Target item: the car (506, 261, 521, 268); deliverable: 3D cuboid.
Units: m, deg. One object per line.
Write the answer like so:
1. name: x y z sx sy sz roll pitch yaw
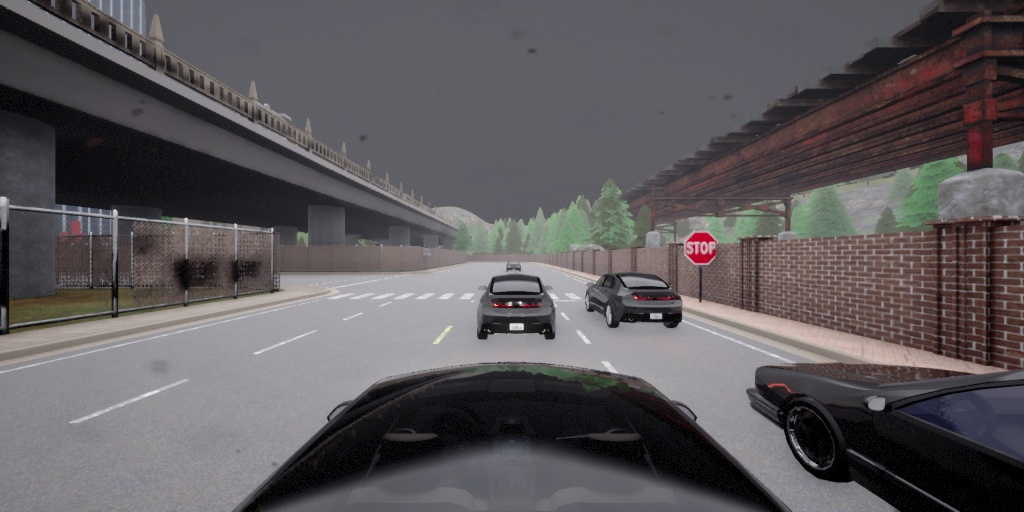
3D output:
1. car: 0.203 1.351 46.293 1.895 1.301 4.718 0 0 -1

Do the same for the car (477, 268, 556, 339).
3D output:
1. car: 0.102 1.255 10.009 1.837 1.490 4.892 0 0 0

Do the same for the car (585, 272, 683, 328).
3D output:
1. car: 3.604 1.255 11.366 1.837 1.490 4.892 0 0 0

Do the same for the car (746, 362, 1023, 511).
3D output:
1. car: 3.600 1.297 1.620 2.033 1.411 5.357 0 0 0
